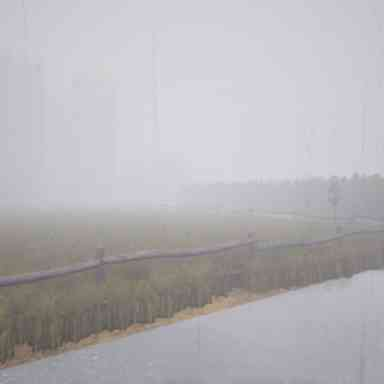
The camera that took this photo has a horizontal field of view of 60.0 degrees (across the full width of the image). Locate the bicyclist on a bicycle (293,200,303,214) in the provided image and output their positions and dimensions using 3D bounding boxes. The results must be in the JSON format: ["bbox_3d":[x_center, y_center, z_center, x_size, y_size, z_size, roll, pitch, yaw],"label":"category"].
[{"bbox_3d":[10.721,1.622,33.608,1.656,1.620,0.582,0,0,-36],"label":"bicyclist on a bicycle"}]

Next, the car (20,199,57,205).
[{"bbox_3d":[-22.282,1.728,48.260,5.357,1.411,2.033,1,0,-34],"label":"car"}]
